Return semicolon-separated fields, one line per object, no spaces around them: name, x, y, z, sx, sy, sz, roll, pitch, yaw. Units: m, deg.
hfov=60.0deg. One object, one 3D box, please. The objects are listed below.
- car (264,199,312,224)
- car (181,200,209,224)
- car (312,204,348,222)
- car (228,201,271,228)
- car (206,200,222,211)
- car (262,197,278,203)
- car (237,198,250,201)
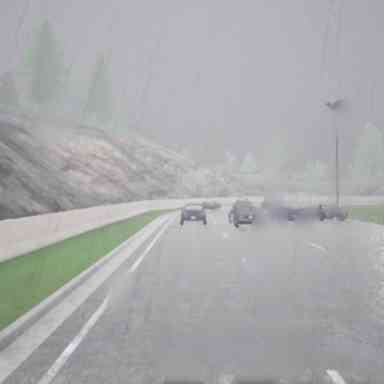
car;7.159;1.529;25.380;1.882;1.535;5.008;0;0;1
car;0.134;1.577;24.823;1.812;1.442;4.674;0;0;1
car;10.677;1.655;26.834;1.895;1.301;4.718;0;0;1
car;3.608;1.594;22.831;2.033;1.411;5.357;0;0;0
car;2.507;1.688;42.555;1.895;1.301;4.718;0;0;17
car;10.214;1.438;42.460;2.097;1.767;4.553;0;0;20
car;6.766;1.579;43.231;2.128;1.511;4.902;0;0;19
